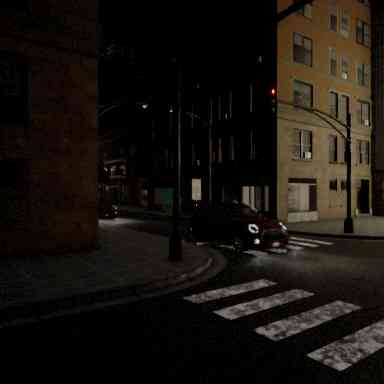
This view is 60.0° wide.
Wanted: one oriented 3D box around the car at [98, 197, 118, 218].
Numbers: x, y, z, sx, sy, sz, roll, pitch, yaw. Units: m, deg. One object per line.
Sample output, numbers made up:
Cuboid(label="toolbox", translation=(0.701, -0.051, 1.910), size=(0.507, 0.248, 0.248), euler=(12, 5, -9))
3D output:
Cuboid(label="car", translation=(-7.839, 1.209, 27.442), size=(2.097, 1.767, 4.553), euler=(0, 0, -35))

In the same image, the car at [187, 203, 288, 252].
Cuboid(label="car", translation=(1.769, 1.297, 13.929), size=(2.097, 1.767, 4.553), euler=(0, 0, -35))
